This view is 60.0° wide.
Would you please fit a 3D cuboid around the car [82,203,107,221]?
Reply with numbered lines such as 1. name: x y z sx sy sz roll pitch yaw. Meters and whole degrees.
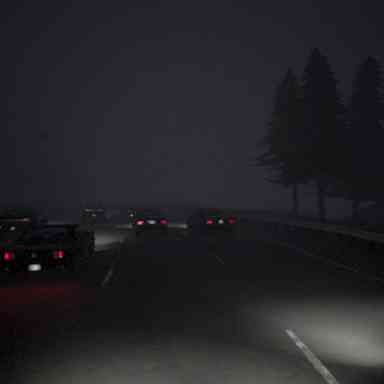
1. car: -8.489 1.706 29.071 2.128 1.511 4.902 0 0 -15

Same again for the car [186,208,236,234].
1. car: 0.989 1.648 20.131 2.033 1.411 5.357 0 0 -13

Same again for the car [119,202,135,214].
1. car: -7.569 1.863 39.266 1.895 1.301 4.718 0 0 -15

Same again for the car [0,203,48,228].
1. car: -9.611 1.662 19.205 2.128 1.511 4.902 0 0 -13

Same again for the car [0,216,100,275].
1. car: -4.402 1.690 10.867 1.895 1.301 4.718 0 0 -8

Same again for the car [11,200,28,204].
1. car: -31.621 2.143 60.972 1.895 1.301 4.718 0 0 -15

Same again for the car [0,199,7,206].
1. car: -35.222 2.096 60.886 1.812 1.442 4.674 0 0 -15

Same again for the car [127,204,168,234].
1. car: -2.650 1.674 20.152 2.033 1.411 5.357 0 0 -12
